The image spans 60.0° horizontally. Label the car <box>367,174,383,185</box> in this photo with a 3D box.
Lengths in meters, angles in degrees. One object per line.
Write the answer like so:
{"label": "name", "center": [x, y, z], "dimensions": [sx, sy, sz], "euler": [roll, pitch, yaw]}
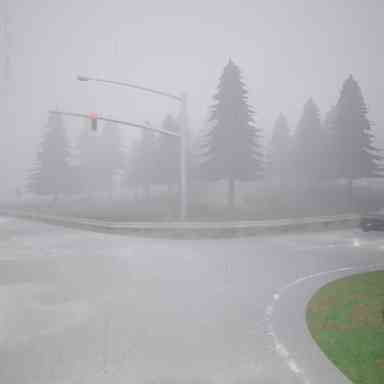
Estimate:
{"label": "car", "center": [28.162, -2.127, 51.084], "dimensions": [2.150, 2.045, 5.566], "euler": [0, 5, 25]}

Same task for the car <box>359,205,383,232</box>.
{"label": "car", "center": [10.931, 1.226, 17.274], "dimensions": [5.008, 1.535, 1.882], "euler": [-3, 1, -24]}
